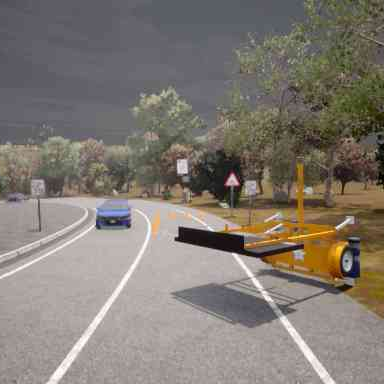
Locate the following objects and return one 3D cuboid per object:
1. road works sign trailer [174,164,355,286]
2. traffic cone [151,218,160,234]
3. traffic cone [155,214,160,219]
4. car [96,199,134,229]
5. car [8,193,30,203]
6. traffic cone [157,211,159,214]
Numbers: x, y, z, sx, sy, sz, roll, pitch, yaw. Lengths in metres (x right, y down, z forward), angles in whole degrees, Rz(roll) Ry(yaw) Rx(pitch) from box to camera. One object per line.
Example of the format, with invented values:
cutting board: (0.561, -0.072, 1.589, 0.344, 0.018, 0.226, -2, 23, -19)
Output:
road works sign trailer: (1.686, 0.774, 7.455, 3.560, 2.880, 2.380, -1, 1, -39)
traffic cone: (-1.865, 1.751, 16.539, 0.340, 0.580, 0.340, -1, 2, -4)
traffic cone: (-2.013, 1.694, 18.533, 0.340, 0.580, 0.340, -1, 2, -4)
car: (-4.526, 1.211, 19.803, 1.882, 1.535, 5.008, -1, 1, -9)
car: (-32.293, 1.026, 61.943, 4.553, 1.767, 2.097, -2, 4, 33)
traffic cone: (-2.163, 1.636, 20.525, 0.340, 0.580, 0.340, -1, 2, -4)
